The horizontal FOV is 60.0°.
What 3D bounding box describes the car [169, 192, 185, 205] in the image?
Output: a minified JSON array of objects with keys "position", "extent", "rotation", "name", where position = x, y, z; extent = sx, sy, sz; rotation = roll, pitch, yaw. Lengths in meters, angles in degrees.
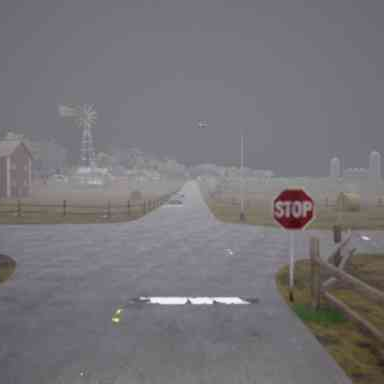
[{"position":[-2.509,1.172,51.423],"extent":[1.837,1.490,4.892],"rotation":[0,1,1],"name":"car"}]
